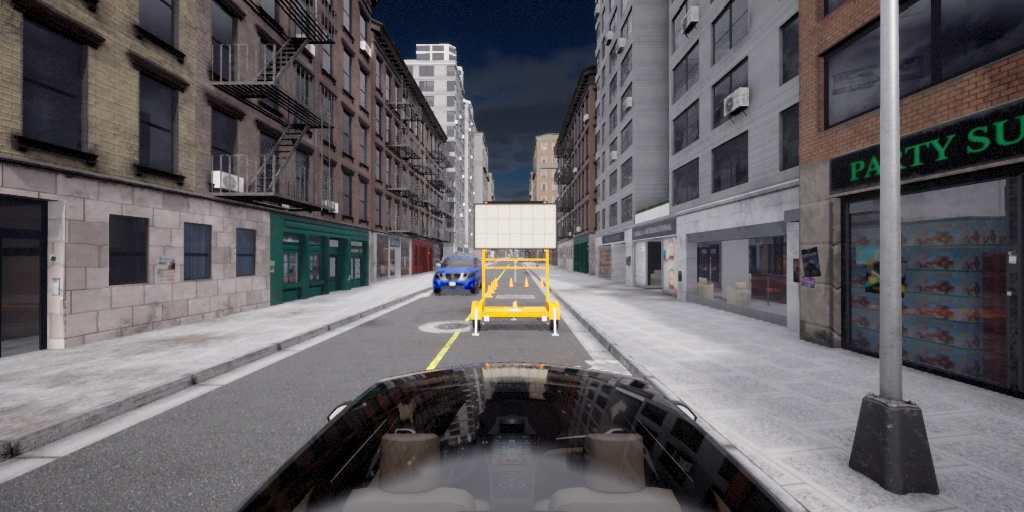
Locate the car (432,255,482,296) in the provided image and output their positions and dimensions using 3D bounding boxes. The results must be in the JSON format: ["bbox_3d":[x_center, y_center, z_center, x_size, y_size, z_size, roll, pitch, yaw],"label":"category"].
[{"bbox_3d":[-2.813,0.969,19.859,2.150,2.045,5.566,0,0,1],"label":"car"}]

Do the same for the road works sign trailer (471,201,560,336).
[{"bbox_3d":[0.102,0.214,10.421,2.380,3.560,2.880,0,0,1],"label":"road works sign trailer"}]
